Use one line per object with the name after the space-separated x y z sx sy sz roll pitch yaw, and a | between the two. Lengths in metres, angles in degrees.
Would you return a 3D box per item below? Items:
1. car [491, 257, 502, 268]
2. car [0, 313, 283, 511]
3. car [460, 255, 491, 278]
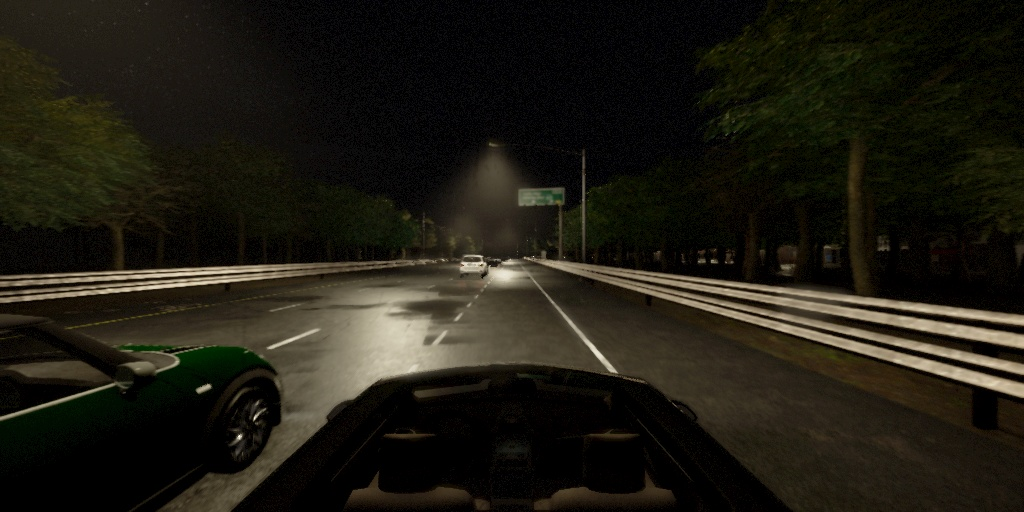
-3.339 1.206 61.307 2.128 1.511 4.902 0 0 0 | car
-3.500 1.101 1.974 2.097 1.767 4.553 0 0 0 | car
-3.446 0.963 33.279 2.150 2.045 5.566 0 0 0 | car
